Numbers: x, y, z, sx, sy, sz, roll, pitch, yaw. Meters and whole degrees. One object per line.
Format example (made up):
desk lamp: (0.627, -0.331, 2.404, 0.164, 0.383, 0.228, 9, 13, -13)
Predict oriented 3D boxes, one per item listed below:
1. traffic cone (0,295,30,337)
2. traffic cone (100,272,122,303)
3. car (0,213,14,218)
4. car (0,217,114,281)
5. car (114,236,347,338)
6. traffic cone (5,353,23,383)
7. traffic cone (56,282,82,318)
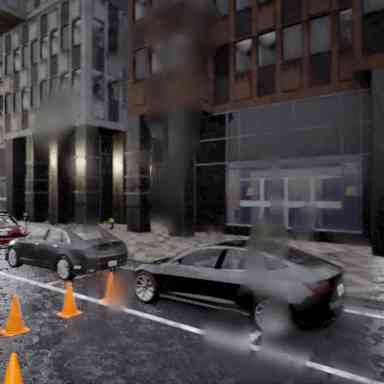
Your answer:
traffic cone: (-2.894, 1.990, 5.449, 0.340, 0.580, 0.340, 0, -1, 36)
traffic cone: (-1.720, 2.004, 7.069, 0.340, 0.580, 0.340, 0, -1, 36)
car: (-8.362, 1.519, 13.168, 4.097, 1.590, 1.967, 0, -1, 36)
car: (-3.825, 1.615, 9.880, 4.403, 1.369, 2.008, 0, -1, 36)
car: (0.712, 1.617, 6.594, 4.313, 1.339, 1.947, 0, -1, 36)
traffic cone: (-1.860, 1.978, 3.466, 0.340, 0.580, 0.340, 0, -1, 36)
traffic cone: (-2.307, 1.997, 6.259, 0.340, 0.580, 0.340, 0, -1, 36)
